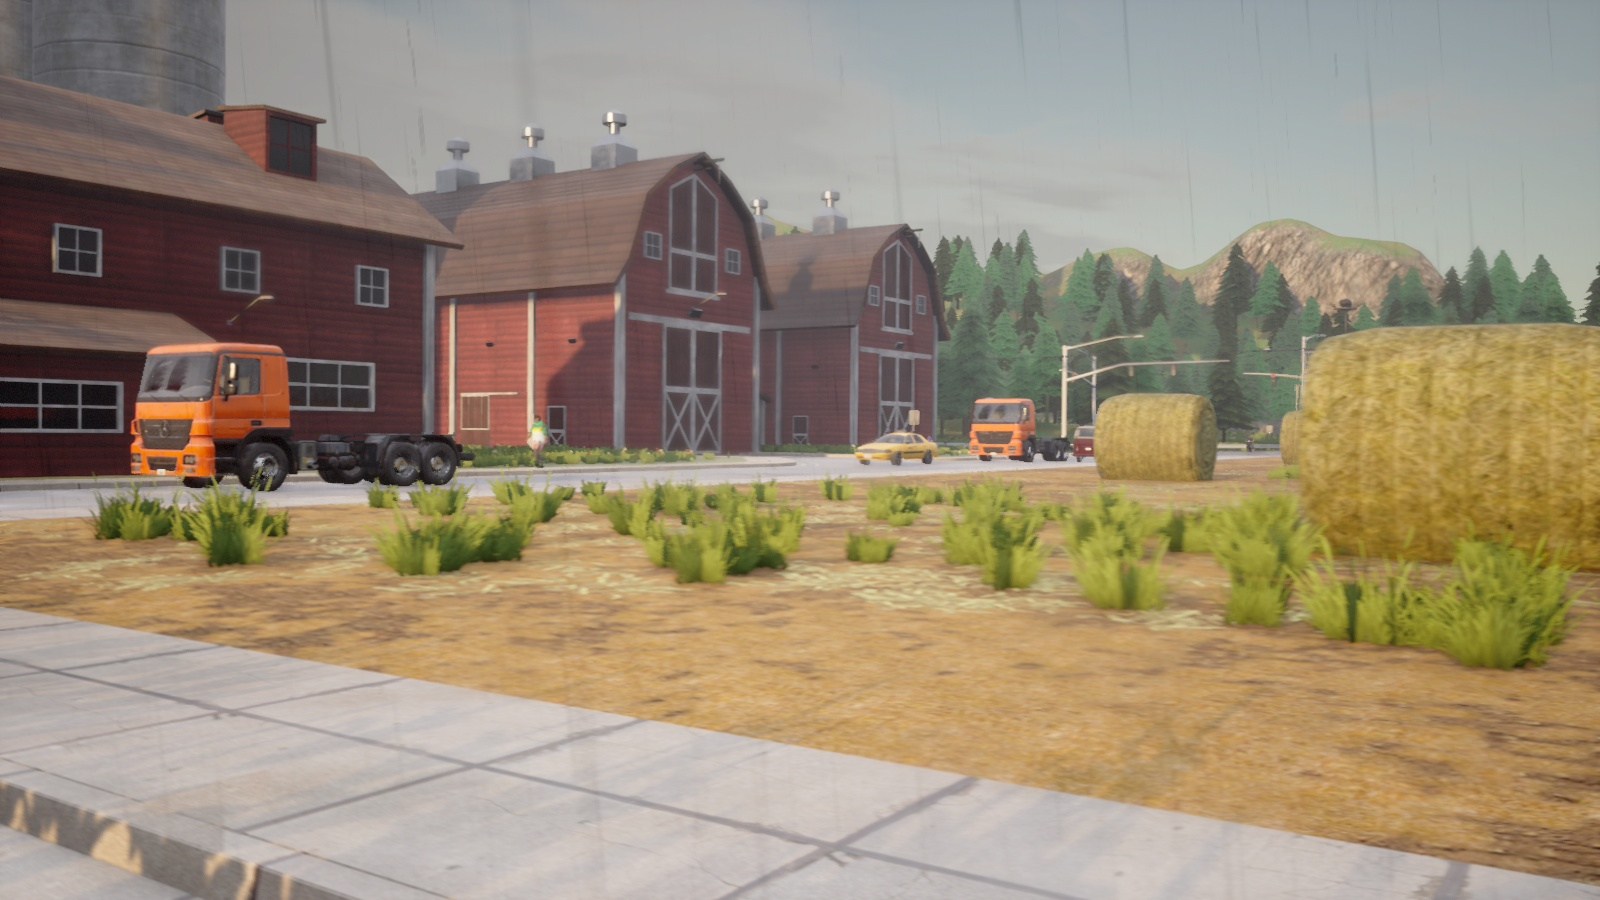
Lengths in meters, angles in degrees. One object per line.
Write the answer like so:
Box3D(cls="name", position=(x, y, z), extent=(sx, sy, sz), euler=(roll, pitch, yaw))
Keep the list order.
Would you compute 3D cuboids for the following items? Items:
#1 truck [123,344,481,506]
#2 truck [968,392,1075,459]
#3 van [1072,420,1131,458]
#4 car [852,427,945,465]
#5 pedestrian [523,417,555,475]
Box3D(cls="truck", position=(-11.896, -0.592, 30.920), extent=(2.891, 3.462, 7.936), euler=(0, 1, 33))
Box3D(cls="truck", position=(12.180, -1.321, 68.375), extent=(2.891, 3.462, 7.936), euler=(0, 1, 33))
Box3D(cls="van", position=(16.502, -0.629, 68.627), extent=(1.775, 1.987, 4.442), euler=(0, 1, 33))
Box3D(cls="car", position=(4.496, -0.220, 56.414), extent=(1.801, 1.575, 5.366), euler=(0, 2, 33))
Box3D(cls="pedestrian", position=(-8.941, -0.140, 43.050), extent=(0.659, 1.952, 0.873), euler=(0, 1, 30))
